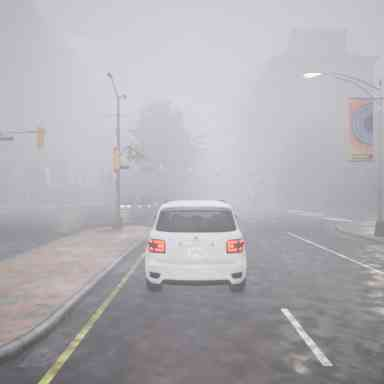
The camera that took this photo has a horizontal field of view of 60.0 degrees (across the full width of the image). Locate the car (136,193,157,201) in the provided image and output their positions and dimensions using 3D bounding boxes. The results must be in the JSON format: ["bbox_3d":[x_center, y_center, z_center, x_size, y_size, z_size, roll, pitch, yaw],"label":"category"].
[{"bbox_3d":[-7.916,1.352,57.926,2.097,1.767,4.553,0,0,0],"label":"car"}]

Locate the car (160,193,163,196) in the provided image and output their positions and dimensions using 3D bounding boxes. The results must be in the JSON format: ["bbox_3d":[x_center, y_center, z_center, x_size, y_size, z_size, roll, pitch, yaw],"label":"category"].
[{"bbox_3d":[-7.783,1.225,76.427,2.150,2.045,5.566,0,0,0],"label":"car"}]

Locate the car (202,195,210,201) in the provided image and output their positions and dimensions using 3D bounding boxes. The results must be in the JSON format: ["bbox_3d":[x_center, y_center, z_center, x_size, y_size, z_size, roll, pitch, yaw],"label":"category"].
[{"bbox_3d":[3.756,1.540,89.897,2.033,1.411,5.357,0,0,0],"label":"car"}]

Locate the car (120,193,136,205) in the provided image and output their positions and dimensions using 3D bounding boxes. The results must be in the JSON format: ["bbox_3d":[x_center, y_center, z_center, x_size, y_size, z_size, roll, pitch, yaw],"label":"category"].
[{"bbox_3d":[-11.399,1.491,59.705,2.128,1.511,4.902,0,0,1],"label":"car"}]

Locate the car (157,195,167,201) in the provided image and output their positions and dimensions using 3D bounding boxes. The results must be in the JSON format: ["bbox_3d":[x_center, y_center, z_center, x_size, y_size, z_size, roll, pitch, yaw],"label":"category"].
[{"bbox_3d":[-7.754,1.552,86.243,1.994,1.385,4.181,0,0,0],"label":"car"}]

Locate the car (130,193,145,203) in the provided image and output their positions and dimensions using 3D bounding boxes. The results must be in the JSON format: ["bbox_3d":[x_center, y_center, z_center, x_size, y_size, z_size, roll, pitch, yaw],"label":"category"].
[{"bbox_3d":[-11.302,1.225,69.624,2.150,2.045,5.566,0,0,0],"label":"car"}]

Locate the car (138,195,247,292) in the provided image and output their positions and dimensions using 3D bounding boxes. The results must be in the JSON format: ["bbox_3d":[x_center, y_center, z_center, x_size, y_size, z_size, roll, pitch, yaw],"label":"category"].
[{"bbox_3d":[0.096,1.221,9.048,2.150,2.045,5.566,0,0,0],"label":"car"}]

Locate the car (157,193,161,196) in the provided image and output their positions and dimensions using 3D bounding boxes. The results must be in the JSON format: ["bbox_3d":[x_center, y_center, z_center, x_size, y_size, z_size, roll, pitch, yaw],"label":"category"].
[{"bbox_3d":[-7.834,1.526,66.811,1.812,1.442,4.674,0,0,1],"label":"car"}]

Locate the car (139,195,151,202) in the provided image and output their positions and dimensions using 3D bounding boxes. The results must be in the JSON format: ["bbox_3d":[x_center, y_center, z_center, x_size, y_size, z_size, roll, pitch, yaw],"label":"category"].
[{"bbox_3d":[-11.272,1.525,80.062,2.128,1.511,4.902,0,0,0],"label":"car"}]
